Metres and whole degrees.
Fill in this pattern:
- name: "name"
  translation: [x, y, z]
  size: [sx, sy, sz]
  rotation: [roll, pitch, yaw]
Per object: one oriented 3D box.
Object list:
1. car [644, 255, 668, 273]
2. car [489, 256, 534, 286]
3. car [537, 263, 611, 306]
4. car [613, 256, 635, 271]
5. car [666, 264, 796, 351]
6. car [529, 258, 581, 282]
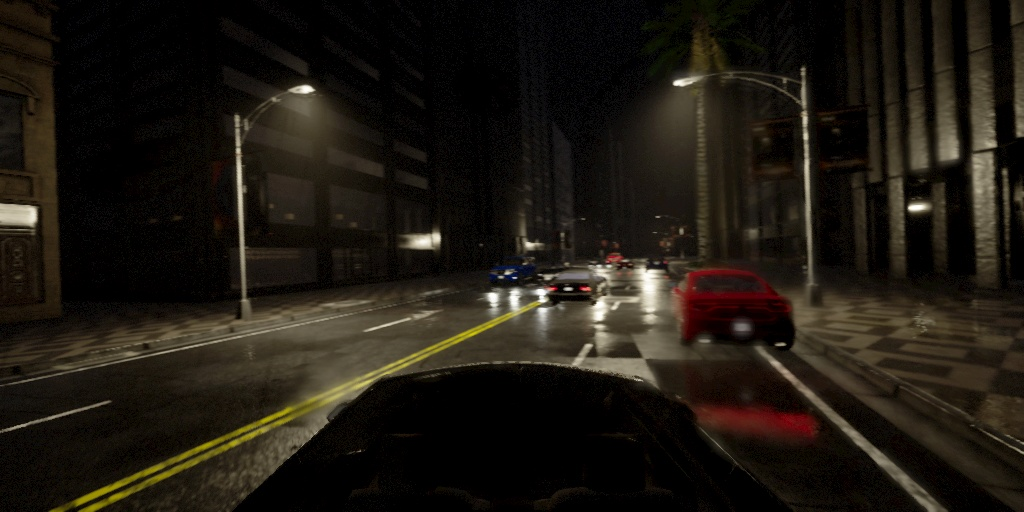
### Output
- name: "car"
  translation: [14.096, 0.673, 35.045]
  size: [2.097, 1.767, 4.553]
  rotation: [-2, 0, 22]
- name: "car"
  translation: [0.240, 1.040, 26.831]
  size: [2.150, 2.045, 5.566]
  rotation: [-2, 0, 21]
- name: "car"
  translation: [2.962, 1.225, 15.370]
  size: [2.033, 1.411, 5.357]
  rotation: [-2, 0, 21]
- name: "car"
  translation: [13.196, 0.979, 41.554]
  size: [1.895, 1.301, 4.718]
  rotation: [-2, 0, 21]
- name: "car"
  translation: [4.893, 1.061, 8.544]
  size: [1.882, 1.535, 5.008]
  rotation: [-2, 0, 21]
- name: "car"
  translation: [3.215, 1.192, 25.492]
  size: [2.128, 1.511, 4.902]
  rotation: [-2, 0, 21]
